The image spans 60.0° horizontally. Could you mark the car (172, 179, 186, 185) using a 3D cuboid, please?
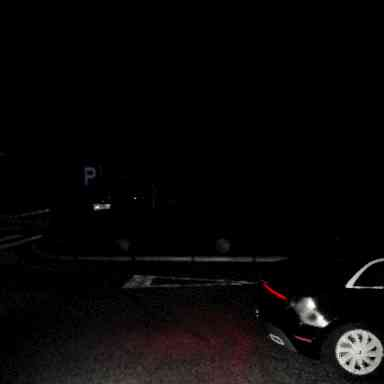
[{"bbox_3d":[-2.521,-1.367,74.914,2.150,2.045,5.566,0,2,5],"label":"car"}]

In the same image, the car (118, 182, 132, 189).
[{"bbox_3d":[-11.607,-0.872,64.043,5.566,2.045,2.435,0,2,5],"label":"car"}]

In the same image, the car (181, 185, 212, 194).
[{"bbox_3d":[0.821,-0.428,58.187,5.366,1.575,1.946,0,2,5],"label":"car"}]

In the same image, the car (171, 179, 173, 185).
[{"bbox_3d":[-8.720,-2.242,94.720,5.566,2.045,2.435,0,3,5],"label":"car"}]

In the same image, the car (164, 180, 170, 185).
[{"bbox_3d":[-9.209,-1.718,89.152,4.892,1.521,2.231,0,3,5],"label":"car"}]

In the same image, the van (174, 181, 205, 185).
[{"bbox_3d":[0.082,-0.184,47.106,4.442,1.987,1.878,0,2,5],"label":"van"}]

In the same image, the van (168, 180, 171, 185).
[{"bbox_3d":[-8.838,-2.078,91.923,4.442,1.987,1.878,0,3,5],"label":"van"}]

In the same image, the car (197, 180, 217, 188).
[{"bbox_3d":[4.152,-2.133,91.291,5.566,2.045,2.435,0,3,5],"label":"car"}]

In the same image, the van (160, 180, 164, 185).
[{"bbox_3d":[-9.888,-1.559,80.764,4.442,1.987,1.878,0,3,5],"label":"van"}]

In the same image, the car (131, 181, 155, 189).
[{"bbox_3d":[-7.782,-0.552,53.741,1.882,1.535,5.008,0,2,5],"label":"car"}]

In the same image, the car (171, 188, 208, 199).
[{"bbox_3d":[-0.296,0.198,44.368,4.674,1.452,2.002,0,2,5],"label":"car"}]

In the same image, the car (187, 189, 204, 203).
[{"bbox_3d":[-1.598,0.747,30.561,4.892,1.521,2.231,0,2,5],"label":"car"}]

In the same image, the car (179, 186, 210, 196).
[{"bbox_3d":[0.458,-0.162,52.651,4.792,1.488,2.163,0,2,5],"label":"car"}]

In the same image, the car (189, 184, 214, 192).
[{"bbox_3d":[2.051,-0.892,69.213,5.008,1.535,2.097,0,2,5],"label":"car"}]

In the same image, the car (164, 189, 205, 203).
[{"bbox_3d":[-0.814,0.433,38.845,4.674,1.452,2.002,0,2,5],"label":"car"}]

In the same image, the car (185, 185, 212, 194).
[{"bbox_3d":[1.295,-0.512,60.929,4.792,1.488,2.163,0,2,5],"label":"car"}]

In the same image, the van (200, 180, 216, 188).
[{"bbox_3d":[4.499,-2.246,94.045,4.442,1.987,1.878,0,3,5],"label":"van"}]

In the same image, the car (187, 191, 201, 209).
[{"bbox_3d":[-2.296,0.980,25.058,5.366,1.575,1.946,0,2,5],"label":"car"}]

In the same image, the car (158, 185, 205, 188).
[{"bbox_3d":[-1.041,0.385,36.074,4.553,1.767,2.185,0,2,5],"label":"car"}]

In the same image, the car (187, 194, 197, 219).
[{"bbox_3d":[-2.342,1.131,22.277,4.792,1.488,2.163,0,2,5],"label":"car"}]

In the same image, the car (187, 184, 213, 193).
[{"bbox_3d":[1.532,-0.657,63.690,4.892,1.521,2.231,0,2,5],"label":"car"}]

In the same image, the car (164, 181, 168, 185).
[{"bbox_3d":[-9.480,-1.546,86.367,4.674,1.452,2.002,0,3,5],"label":"car"}]

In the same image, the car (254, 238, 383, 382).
[{"bbox_3d":[3.350,1.438,4.606,4.892,1.490,1.837,-1,0,4],"label":"car"}]

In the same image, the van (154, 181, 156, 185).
[{"bbox_3d":[-10.675,-1.200,72.397,4.442,1.987,1.878,0,2,5],"label":"van"}]

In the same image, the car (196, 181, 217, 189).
[{"bbox_3d":[3.835,-2.000,88.535,5.566,2.045,2.435,0,3,5],"label":"car"}]

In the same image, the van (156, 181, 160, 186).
[{"bbox_3d":[-10.382,-1.436,77.999,4.442,1.987,1.878,0,2,5],"label":"van"}]

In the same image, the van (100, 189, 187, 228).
[{"bbox_3d":[-2.748,0.995,19.521,4.442,1.987,1.878,0,2,5],"label":"van"}]

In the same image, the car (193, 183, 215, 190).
[{"bbox_3d":[2.820,-1.244,77.498,5.008,1.535,2.097,0,3,5],"label":"car"}]

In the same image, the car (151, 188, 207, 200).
[{"bbox_3d":[-1.326,0.628,33.320,5.008,1.535,2.097,0,2,5],"label":"car"}]

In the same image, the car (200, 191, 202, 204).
[{"bbox_3d":[-1.822,0.894,27.799,4.792,1.488,2.163,0,2,5],"label":"car"}]

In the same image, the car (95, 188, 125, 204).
[{"bbox_3d":[-9.371,0.590,37.861,1.895,1.301,4.718,0,2,5],"label":"car"}]
